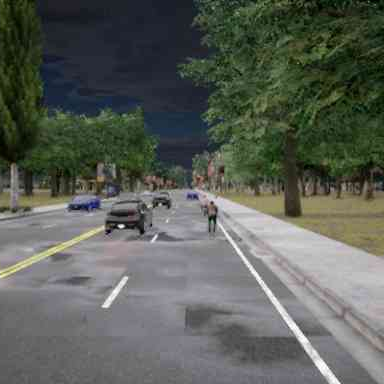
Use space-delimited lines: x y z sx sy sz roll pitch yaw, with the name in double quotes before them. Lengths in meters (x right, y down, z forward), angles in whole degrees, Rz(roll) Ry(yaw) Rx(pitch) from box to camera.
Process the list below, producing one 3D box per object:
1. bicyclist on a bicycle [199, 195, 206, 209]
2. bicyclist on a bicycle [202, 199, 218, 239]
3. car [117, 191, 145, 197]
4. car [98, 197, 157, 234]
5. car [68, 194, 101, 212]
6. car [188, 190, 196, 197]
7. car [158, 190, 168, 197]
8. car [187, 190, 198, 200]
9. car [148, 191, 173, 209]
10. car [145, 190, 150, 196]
"bicyclist on a bicycle" 0.912 1.048 24.039 0.866 1.612 1.509 0 1 0
"bicyclist on a bicycle" 0.894 1.216 14.604 0.582 1.620 1.656 0 0 0
"car" -6.595 0.793 34.612 2.097 1.767 4.553 0 1 0
"car" -3.150 1.225 17.235 1.837 1.490 4.892 0 1 0
"car" -9.847 0.981 30.741 1.882 1.535 5.008 0 1 0
"car" 0.000 0.336 74.101 1.812 1.442 4.674 0 1 0
"car" -6.500 0.333 75.861 1.895 1.301 4.718 0 1 0
"car" 0.101 0.540 58.299 1.882 1.535 5.008 0 1 0
"car" -3.150 0.933 35.407 1.837 1.490 4.892 0 1 0
"car" -9.750 0.378 71.379 1.812 1.442 4.674 0 1 0
